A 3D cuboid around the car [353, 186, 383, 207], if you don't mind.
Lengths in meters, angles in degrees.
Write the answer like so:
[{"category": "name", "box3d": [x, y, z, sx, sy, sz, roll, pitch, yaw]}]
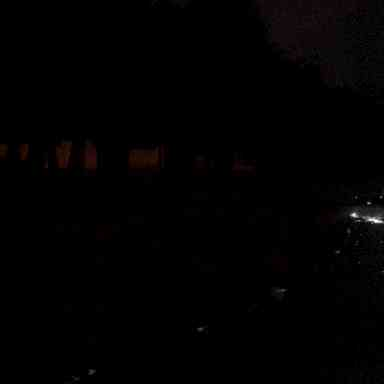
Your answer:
[{"category": "car", "box3d": [12.755, 0.285, 24.106, 1.895, 1.301, 4.718, 0, 4, 27]}]
